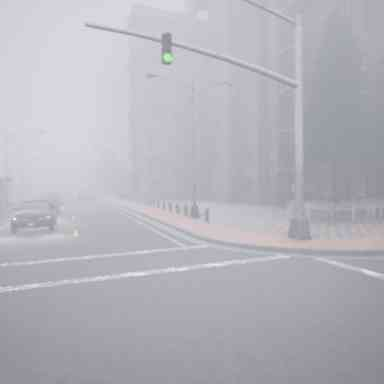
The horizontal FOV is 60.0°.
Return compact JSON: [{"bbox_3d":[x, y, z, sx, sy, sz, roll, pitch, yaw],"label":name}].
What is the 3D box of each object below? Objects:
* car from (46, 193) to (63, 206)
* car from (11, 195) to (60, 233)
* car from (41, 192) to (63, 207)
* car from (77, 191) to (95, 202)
[{"bbox_3d":[-11.233,1.015,25.725,1.895,1.301,4.718,-1,2,-20],"label":"car"},{"bbox_3d":[-8.085,1.137,17.271,1.812,1.442,4.674,-1,2,-20],"label":"car"},{"bbox_3d":[-14.740,0.757,35.171,1.994,1.385,4.181,-1,2,-20],"label":"car"},{"bbox_3d":[-13.641,0.527,42.721,1.994,1.385,4.181,-1,2,-20],"label":"car"}]
